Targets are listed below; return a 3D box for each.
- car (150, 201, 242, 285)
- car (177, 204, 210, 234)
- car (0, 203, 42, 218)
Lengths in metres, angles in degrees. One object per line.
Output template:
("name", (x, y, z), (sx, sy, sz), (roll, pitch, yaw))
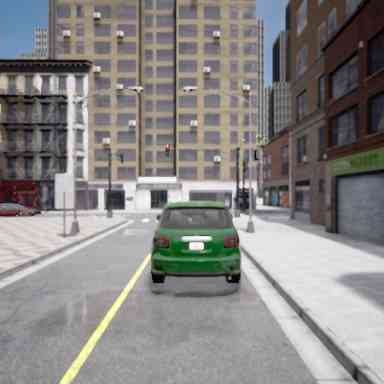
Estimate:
("car", (0.090, 1.258, 9.791), (2.150, 2.045, 5.566), (0, 0, 0))
("car", (0.051, 1.577, 20.833), (1.837, 1.490, 4.892), (0, 0, -1))
("car", (-17.324, 1.783, 31.761), (5.357, 1.411, 2.033), (0, 0, -1))
